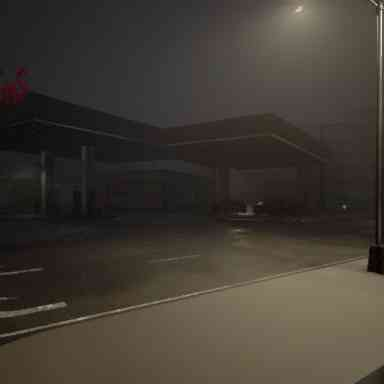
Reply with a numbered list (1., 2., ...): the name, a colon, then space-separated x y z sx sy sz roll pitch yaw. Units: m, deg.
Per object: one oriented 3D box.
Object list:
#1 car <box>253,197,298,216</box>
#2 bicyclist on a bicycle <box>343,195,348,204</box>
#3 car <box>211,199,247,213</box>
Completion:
1. car: 7.889 1.293 31.250 4.611 1.667 2.242 0 0 -35
2. bicyclist on a bicycle: 26.789 1.301 58.106 1.656 1.620 0.582 0 0 -36
3. car: 3.932 1.453 35.484 3.806 1.475 1.970 0 0 -35
